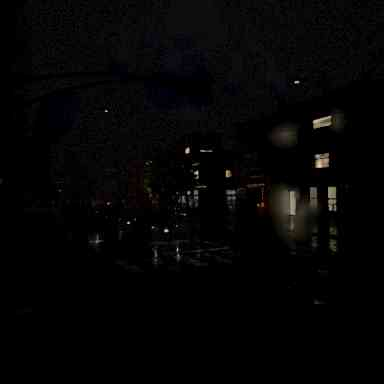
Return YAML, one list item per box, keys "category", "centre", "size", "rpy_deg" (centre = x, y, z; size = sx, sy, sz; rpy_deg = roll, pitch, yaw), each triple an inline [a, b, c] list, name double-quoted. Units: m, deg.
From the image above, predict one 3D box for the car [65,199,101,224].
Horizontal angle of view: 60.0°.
- category: "car"
  centre: [-10.012, 1.852, 30.340]
  size: [2.192, 1.841, 5.009]
  rpy_deg: [-2, 0, -24]

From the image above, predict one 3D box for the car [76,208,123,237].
- category: "car"
  centre: [-5.901, 1.940, 20.847]
  size: [1.947, 1.339, 4.313]
  rpy_deg: [-2, 0, -24]

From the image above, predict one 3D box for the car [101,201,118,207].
- category: "car"
  centre: [-9.909, 2.108, 36.914]
  size: [1.837, 1.490, 4.892]
  rpy_deg: [-1, -1, -23]

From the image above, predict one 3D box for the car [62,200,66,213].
- category: "car"
  centre: [-14.344, 2.150, 40.524]
  size: [1.967, 1.590, 4.097]
  rpy_deg: [-2, 0, -24]

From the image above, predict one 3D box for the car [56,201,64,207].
- category: "car"
  centre: [-34.439, 3.024, 86.705]
  size: [1.752, 1.417, 4.829]
  rpy_deg: [-2, 0, -24]

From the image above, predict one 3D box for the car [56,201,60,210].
- category: "car"
  centre: [-23.465, 2.383, 61.492]
  size: [2.192, 1.841, 5.009]
  rpy_deg: [-2, 0, -24]

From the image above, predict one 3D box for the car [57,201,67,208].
- category: "car"
  centre: [-30.087, 2.873, 76.712]
  size: [1.887, 1.381, 4.507]
  rpy_deg: [-2, 0, -24]

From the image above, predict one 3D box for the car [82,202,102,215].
- category: "car"
  centre: [-13.976, 2.256, 46.369]
  size: [2.128, 1.511, 4.902]
  rpy_deg: [-1, -1, -23]

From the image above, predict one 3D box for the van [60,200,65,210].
- category: "van"
  centre: [-19.046, 2.236, 51.344]
  size: [1.690, 1.788, 3.998]
  rpy_deg: [-2, 0, -24]

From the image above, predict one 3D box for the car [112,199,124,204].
- category: "car"
  centre: [-13.570, 2.213, 59.755]
  size: [2.192, 1.841, 5.009]
  rpy_deg: [-2, 0, -24]

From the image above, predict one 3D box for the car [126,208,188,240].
- category: "car"
  centre: [-2.132, 1.861, 19.040]
  size: [1.994, 1.385, 4.181]
  rpy_deg: [-1, -1, -24]

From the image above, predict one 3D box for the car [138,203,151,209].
- category: "car"
  centre: [-6.630, 2.176, 43.864]
  size: [2.008, 1.369, 4.403]
  rpy_deg: [-2, 0, -24]

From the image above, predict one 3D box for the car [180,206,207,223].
- category: "car"
  centre: [-0.188, 1.926, 29.364]
  size: [2.008, 1.369, 4.403]
  rpy_deg: [-2, 0, -24]

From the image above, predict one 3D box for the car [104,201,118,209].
- category: "car"
  centre: [-15.840, 2.512, 64.984]
  size: [1.752, 1.417, 4.829]
  rpy_deg: [-2, 0, -24]

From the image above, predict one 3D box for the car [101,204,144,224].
- category: "car"
  centre: [-5.880, 1.992, 27.633]
  size: [2.033, 1.411, 5.357]
  rpy_deg: [-1, -1, -24]
